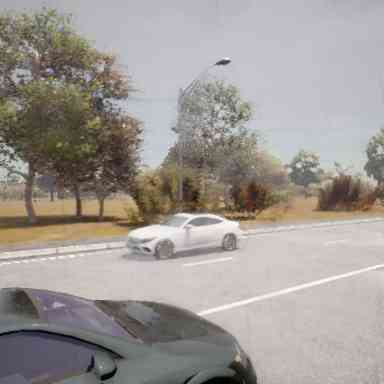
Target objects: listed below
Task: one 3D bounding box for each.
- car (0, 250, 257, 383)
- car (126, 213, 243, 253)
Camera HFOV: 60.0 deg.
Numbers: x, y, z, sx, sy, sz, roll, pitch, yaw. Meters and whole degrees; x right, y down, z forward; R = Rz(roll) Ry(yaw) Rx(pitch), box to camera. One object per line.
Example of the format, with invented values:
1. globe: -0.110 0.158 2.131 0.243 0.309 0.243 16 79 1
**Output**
1. car: -1.428 1.564 2.726 4.181 1.385 1.994 0 0 -35
2. car: -0.142 1.521 12.486 4.674 1.442 1.812 0 0 -35
